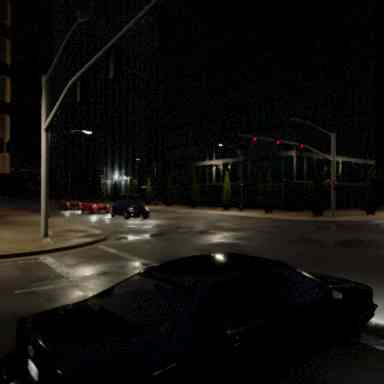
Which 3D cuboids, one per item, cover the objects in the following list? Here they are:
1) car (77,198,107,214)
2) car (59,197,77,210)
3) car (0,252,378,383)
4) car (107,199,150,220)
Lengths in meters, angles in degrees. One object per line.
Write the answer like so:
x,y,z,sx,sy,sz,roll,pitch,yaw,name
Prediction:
-10.899,1.513,37.615,2.097,1.767,4.553,1,0,-36,car
-16.646,1.516,45.528,2.097,1.767,4.553,1,0,-36,car
0.547,1.570,4.471,5.357,1.411,2.033,1,0,-41,car
-5.679,1.512,30.441,2.097,1.767,4.553,1,0,-36,car
